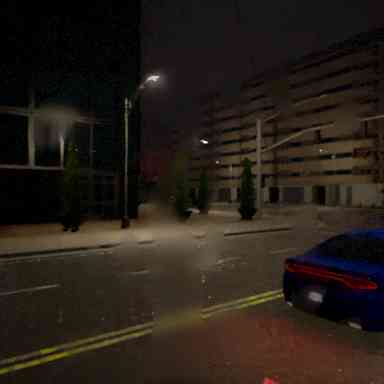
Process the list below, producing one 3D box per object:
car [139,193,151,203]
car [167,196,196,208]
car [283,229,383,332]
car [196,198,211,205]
[{"bbox_3d":[-10.792,1.507,66.495,2.128,1.511,4.902,0,0,-35],"label":"car"},{"bbox_3d":[-1.815,1.524,47.545,1.812,1.442,4.674,0,0,-35],"label":"car"},{"bbox_3d":[3.982,1.492,6.653,5.008,1.535,1.882,0,0,-35],"label":"car"},{"bbox_3d":[0.965,1.570,49.683,1.994,1.385,4.181,0,0,-35],"label":"car"}]
